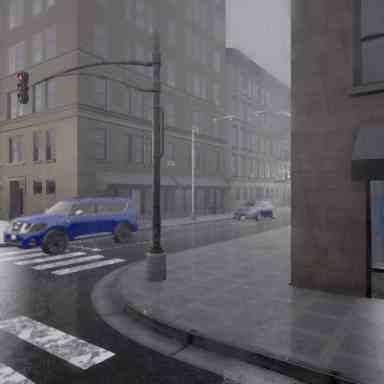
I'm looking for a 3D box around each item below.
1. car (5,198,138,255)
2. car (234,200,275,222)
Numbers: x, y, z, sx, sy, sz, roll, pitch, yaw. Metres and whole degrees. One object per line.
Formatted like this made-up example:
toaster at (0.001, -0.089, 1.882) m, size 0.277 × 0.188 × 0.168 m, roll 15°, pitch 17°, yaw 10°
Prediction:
car at (-4.770, 1.277, 14.131) m, size 2.150 × 2.045 × 5.566 m, roll 0°, pitch 0°, yaw 35°
car at (5.379, 1.505, 28.399) m, size 2.097 × 1.767 × 4.553 m, roll 0°, pitch 0°, yaw 35°
